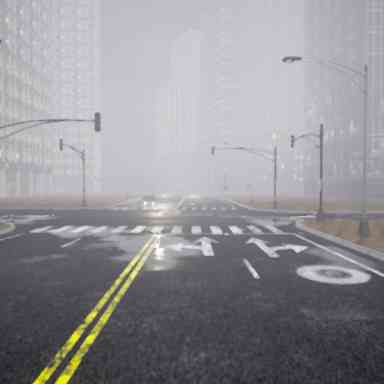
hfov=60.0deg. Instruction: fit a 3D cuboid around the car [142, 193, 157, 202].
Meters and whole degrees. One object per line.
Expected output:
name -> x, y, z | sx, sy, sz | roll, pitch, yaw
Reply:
car -> -6.499, 0.789, 51.702 | 1.994, 1.385, 4.181 | 0, 1, 0
